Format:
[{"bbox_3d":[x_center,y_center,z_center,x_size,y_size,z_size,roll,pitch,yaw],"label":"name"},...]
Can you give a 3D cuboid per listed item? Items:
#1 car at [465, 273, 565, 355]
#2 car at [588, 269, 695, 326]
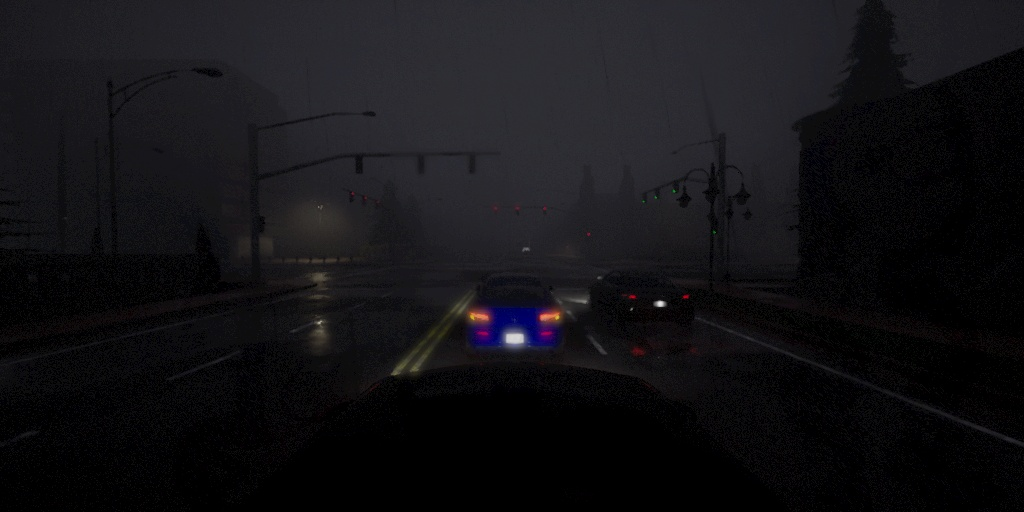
[{"bbox_3d":[0.063,1.099,8.060,1.812,1.442,4.674,0,2,0],"label":"car"},{"bbox_3d":[3.575,1.067,10.630,1.994,1.385,4.181,0,2,0],"label":"car"}]
